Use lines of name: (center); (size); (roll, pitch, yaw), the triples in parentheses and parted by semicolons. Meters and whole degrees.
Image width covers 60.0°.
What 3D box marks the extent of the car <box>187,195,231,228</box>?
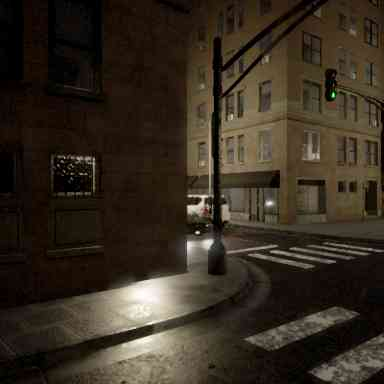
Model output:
car: (0.082, 1.187, 21.375); (2.150, 2.045, 5.566); (0, 0, -36)

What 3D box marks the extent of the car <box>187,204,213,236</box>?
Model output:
car: (-1.278, 1.515, 17.773); (2.033, 1.411, 5.357); (0, 0, -36)
